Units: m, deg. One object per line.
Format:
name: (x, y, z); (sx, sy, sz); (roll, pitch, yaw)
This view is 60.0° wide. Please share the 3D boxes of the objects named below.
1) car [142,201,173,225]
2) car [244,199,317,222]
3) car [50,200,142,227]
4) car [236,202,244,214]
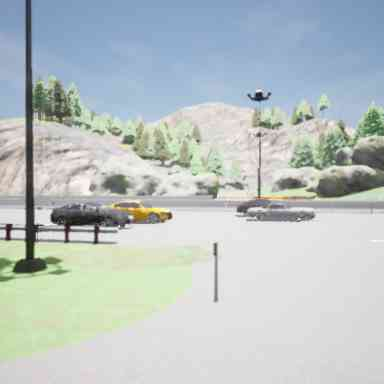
car: (-3.785, 1.312, 22.518); (5.008, 1.535, 1.882); (0, 0, 14)
car: (6.326, 1.390, 23.647); (4.718, 1.301, 1.895); (0, 0, 14)
car: (-5.778, 1.358, 19.402); (4.902, 1.511, 2.128); (0, 0, 14)
car: (5.977, 1.287, 27.335); (4.674, 1.442, 1.812); (0, 0, 14)
